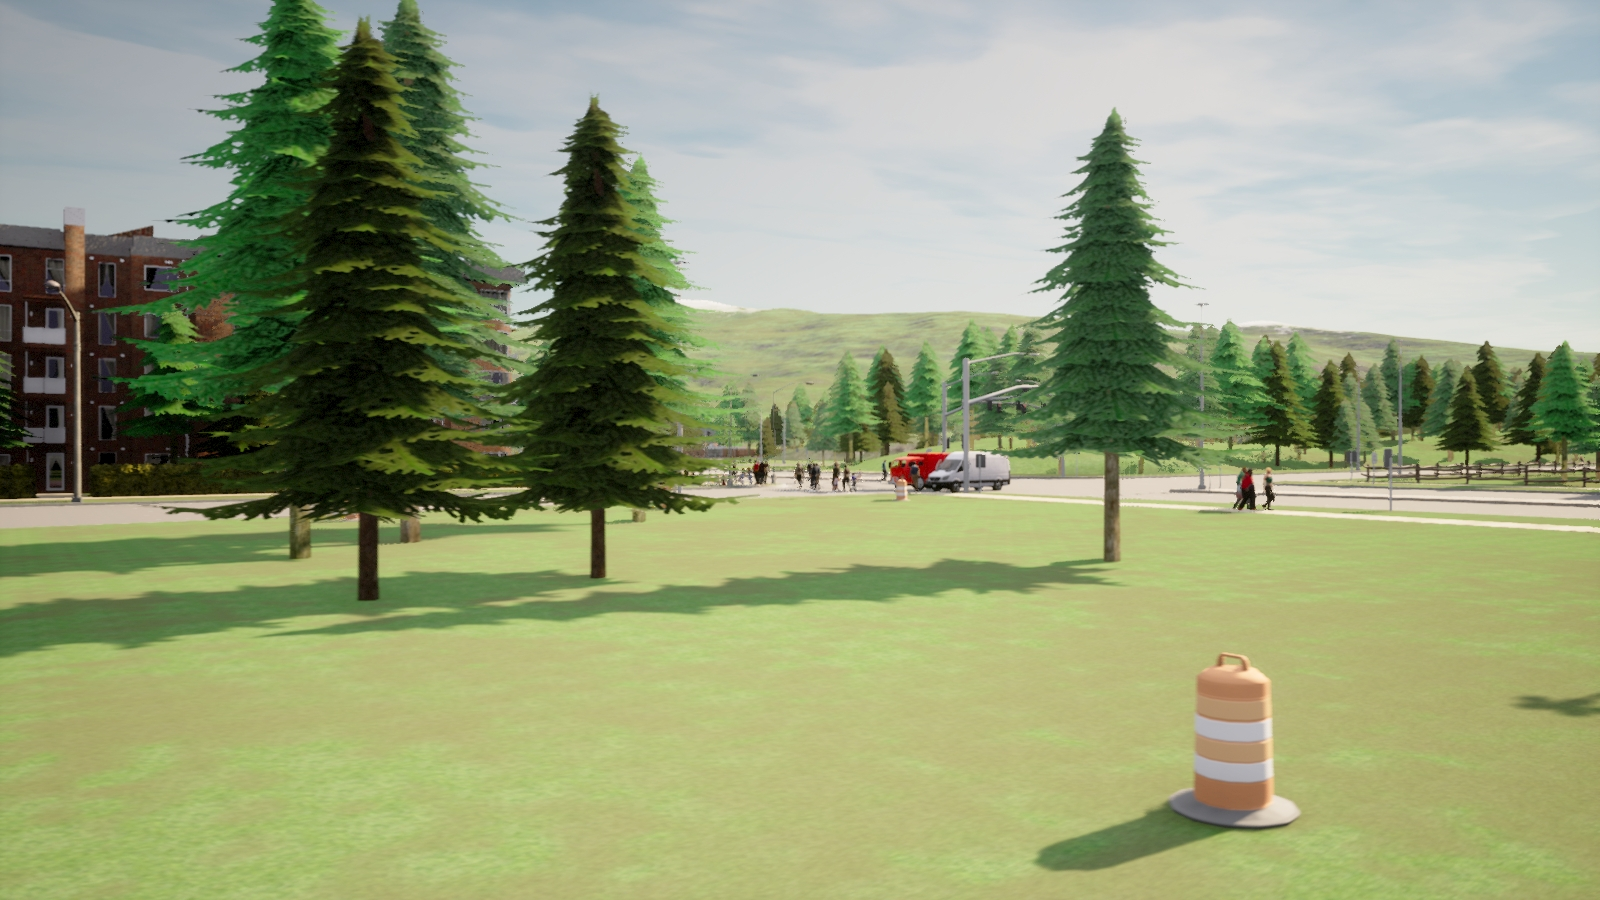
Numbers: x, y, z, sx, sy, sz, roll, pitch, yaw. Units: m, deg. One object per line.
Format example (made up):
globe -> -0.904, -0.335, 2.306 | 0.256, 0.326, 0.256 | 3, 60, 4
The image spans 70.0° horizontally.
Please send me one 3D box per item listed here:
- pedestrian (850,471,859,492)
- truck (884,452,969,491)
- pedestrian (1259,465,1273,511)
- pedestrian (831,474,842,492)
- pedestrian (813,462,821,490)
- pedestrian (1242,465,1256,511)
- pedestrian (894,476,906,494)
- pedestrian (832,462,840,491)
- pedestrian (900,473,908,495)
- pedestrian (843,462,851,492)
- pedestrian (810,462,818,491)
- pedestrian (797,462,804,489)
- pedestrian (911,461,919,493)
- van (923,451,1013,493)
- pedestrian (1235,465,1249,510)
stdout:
pedestrian -> 3.456, 1.993, 72.208 | 0.375, 1.300, 0.375 | 0, 0, -36
truck -> 8.420, 1.414, 76.039 | 5.204, 2.467, 2.627 | 0, 0, -35
pedestrian -> 19.078, 1.566, 46.746 | 0.375, 1.860, 0.375 | 0, 0, -30
pedestrian -> 2.299, 2.095, 71.982 | 0.500, 1.100, 0.500 | 0, 0, -42
pedestrian -> 1.144, 1.712, 75.893 | 0.375, 1.860, 0.375 | 0, 0, -34
pedestrian -> 18.401, 1.567, 46.806 | 0.375, 1.860, 0.375 | 0, 0, -30
pedestrian -> 5.992, 2.093, 68.516 | 0.500, 1.100, 0.500 | 0, 0, -41
pedestrian -> 2.310, 1.714, 73.175 | 0.375, 1.860, 0.375 | 0, 0, -36
pedestrian -> 6.129, 1.995, 67.194 | 0.375, 1.300, 0.375 | 0, 0, -13
pedestrian -> 2.945, 1.715, 71.851 | 0.375, 1.860, 0.375 | 0, 0, -39
pedestrian -> 0.904, 1.715, 74.783 | 0.375, 1.860, 0.375 | 0, 0, -36
pedestrian -> 0.028, 1.713, 76.987 | 0.375, 1.860, 0.375 | 0, 0, -32
pedestrian -> 6.767, 1.561, 67.164 | 0.375, 1.860, 0.375 | 0, 0, -17
van -> 10.830, 1.379, 73.457 | 5.915, 2.561, 1.988 | 0, 0, -35
pedestrian -> 18.501, 1.567, 47.791 | 0.375, 1.860, 0.375 | 0, 0, -28
